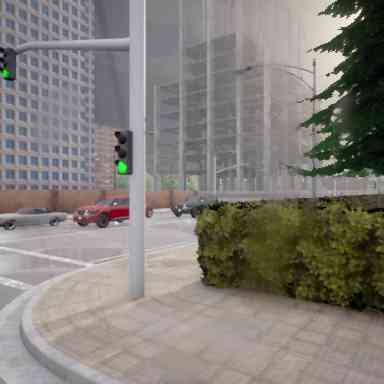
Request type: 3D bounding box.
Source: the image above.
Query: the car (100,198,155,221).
[{"bbox_3d":[-5.536,1.407,29.130,2.097,1.767,4.553,0,0,35],"label":"car"}]

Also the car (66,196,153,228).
[{"bbox_3d":[-5.508,1.277,23.168,2.150,2.045,5.566,0,0,33],"label":"car"}]

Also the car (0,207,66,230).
[{"bbox_3d":[-10.750,1.656,21.801,1.895,1.301,4.718,0,0,35],"label":"car"}]

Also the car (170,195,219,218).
[{"bbox_3d":[0.528,1.277,31.595,2.150,2.045,5.566,0,0,36],"label":"car"}]

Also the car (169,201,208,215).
[{"bbox_3d":[-0.309,1.656,36.444,1.895,1.301,4.718,0,0,36],"label":"car"}]
